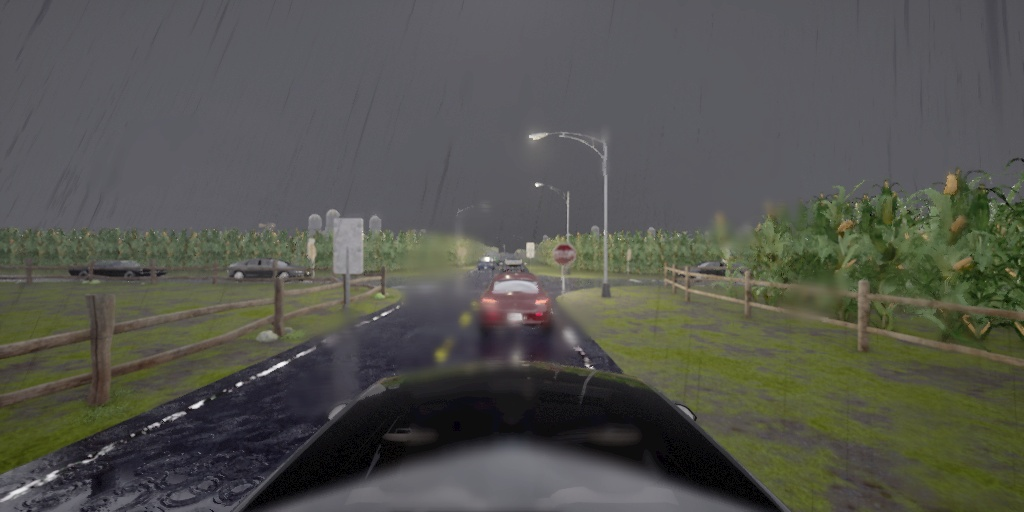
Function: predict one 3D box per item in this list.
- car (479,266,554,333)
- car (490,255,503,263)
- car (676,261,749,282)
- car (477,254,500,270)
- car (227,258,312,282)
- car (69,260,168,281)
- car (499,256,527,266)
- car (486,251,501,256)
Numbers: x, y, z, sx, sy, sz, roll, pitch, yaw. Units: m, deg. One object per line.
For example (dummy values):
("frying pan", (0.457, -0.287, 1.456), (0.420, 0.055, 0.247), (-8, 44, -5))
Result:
("car", (0.101, 1.174, 10.208), (1.812, 1.442, 4.674), (0, 1, 0))
("car", (-2.733, 0.503, 65.262), (2.033, 1.411, 5.357), (0, 1, 0))
("car", (14.463, 1.081, 25.945), (4.892, 1.490, 1.837), (0, 0, 1))
("car", (-2.824, 0.818, 40.750), (2.033, 1.411, 5.357), (0, 1, 0))
("car", (-15.655, 0.894, 23.304), (4.892, 1.490, 1.837), (0, 0, 1))
("car", (-25.532, 0.935, 23.406), (4.718, 1.301, 1.895), (0, 0, 0))
("car", (0.117, 0.932, 28.654), (1.837, 1.490, 4.892), (0, 1, 0))
("car", (-2.809, 0.361, 51.079), (2.150, 2.045, 5.566), (0, 1, 0))
